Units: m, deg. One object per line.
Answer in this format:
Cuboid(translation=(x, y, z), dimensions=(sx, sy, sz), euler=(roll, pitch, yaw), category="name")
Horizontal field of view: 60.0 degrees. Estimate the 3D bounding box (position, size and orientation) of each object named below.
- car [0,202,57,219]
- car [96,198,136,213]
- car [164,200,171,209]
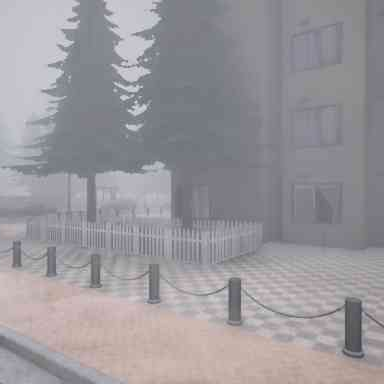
Cuboid(translation=(-14.366, 1.585, 28.805), dimensions=(1.895, 1.301, 4.718), euler=(0, 0, 37), category="car")
Cuboid(translation=(-8.338, 1.476, 36.777), dimensions=(2.128, 1.511, 4.902), euler=(0, 0, 37), category="car")
Cuboid(translation=(-1.840, 1.510, 45.333), dimensions=(1.812, 1.442, 4.674), euler=(0, 0, 37), category="car")
